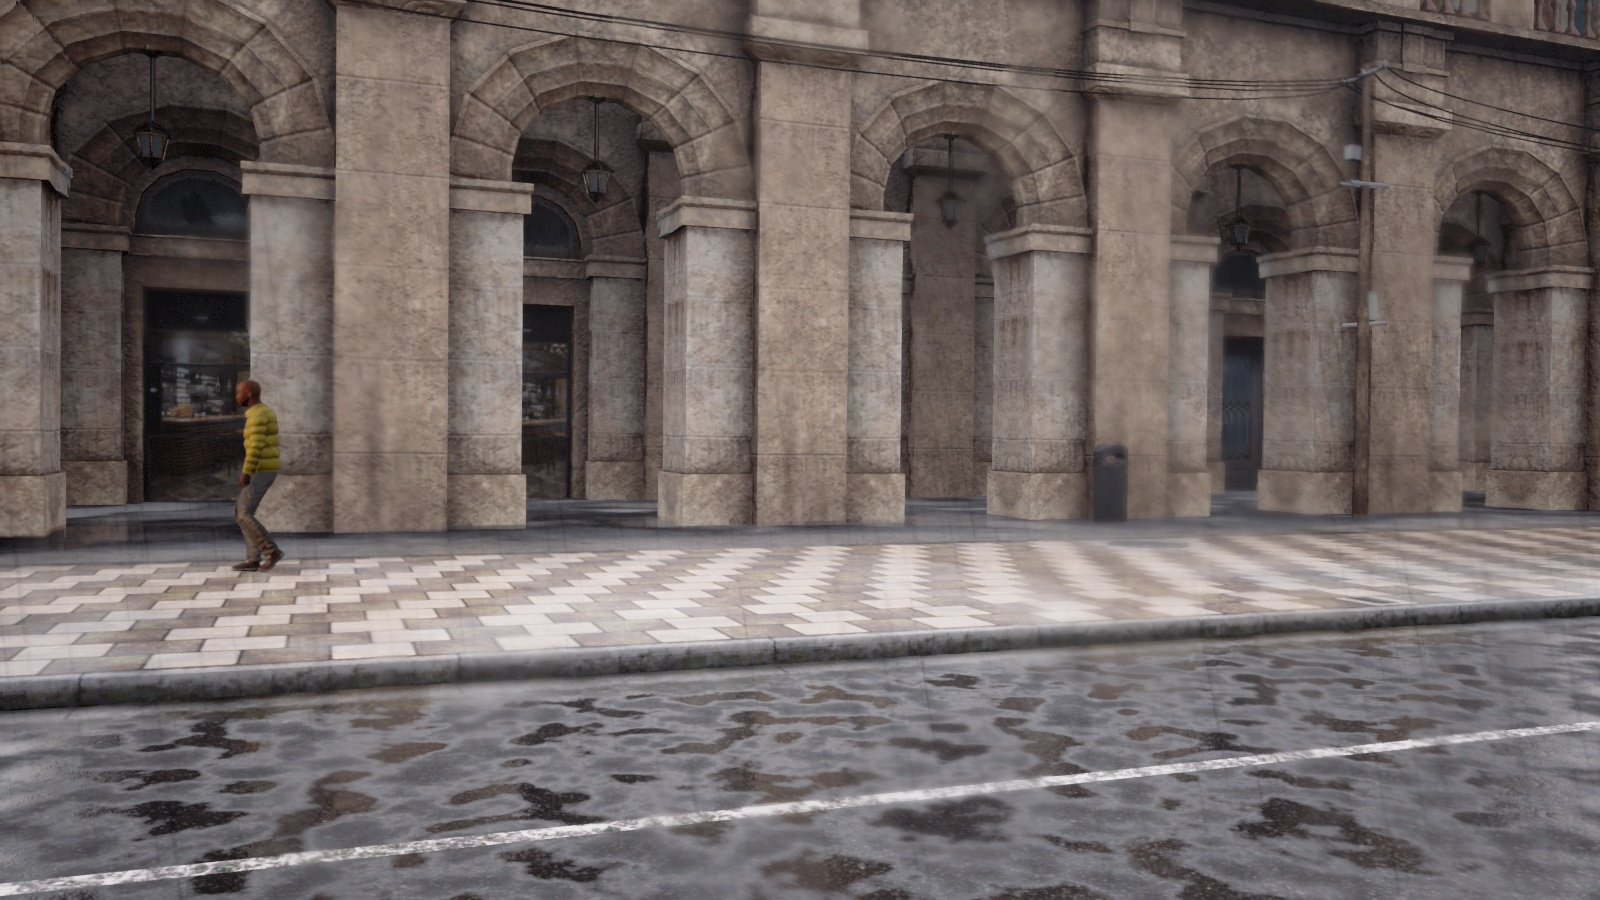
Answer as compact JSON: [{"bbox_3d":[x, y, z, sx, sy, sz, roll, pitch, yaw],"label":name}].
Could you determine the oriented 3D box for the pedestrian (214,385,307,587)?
[{"bbox_3d":[-5.007,0.319,11.681,0.726,1.835,0.370,-1,1,-17],"label":"pedestrian"}]
